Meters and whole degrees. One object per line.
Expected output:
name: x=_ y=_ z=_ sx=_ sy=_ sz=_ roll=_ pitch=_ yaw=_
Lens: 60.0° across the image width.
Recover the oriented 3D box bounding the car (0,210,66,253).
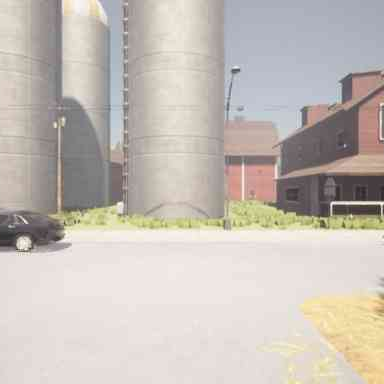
car: x=-7.531 y=1.495 z=13.031 sx=4.892 sy=1.490 sz=1.837 roll=0 pitch=0 yaw=0
